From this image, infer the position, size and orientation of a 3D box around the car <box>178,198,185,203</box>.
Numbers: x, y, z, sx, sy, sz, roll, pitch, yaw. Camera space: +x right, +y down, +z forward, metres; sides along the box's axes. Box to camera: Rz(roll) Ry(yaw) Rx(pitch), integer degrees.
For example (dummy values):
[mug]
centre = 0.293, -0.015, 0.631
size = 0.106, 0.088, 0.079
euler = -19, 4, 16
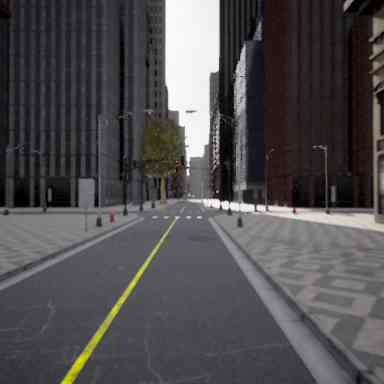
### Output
[car]
centre = -2.963, 2.452, 92.714
size = 2.033, 1.411, 5.357
euler = 0, -1, 0
